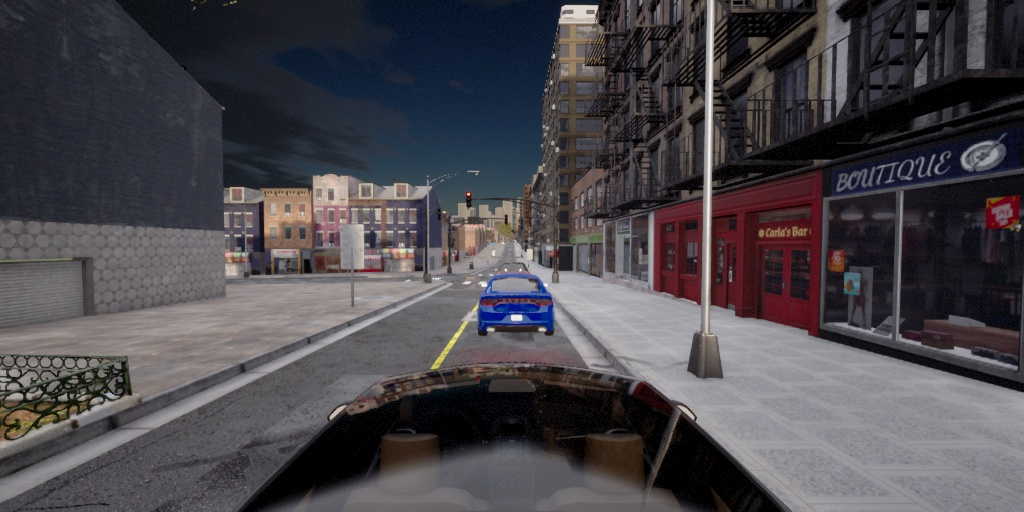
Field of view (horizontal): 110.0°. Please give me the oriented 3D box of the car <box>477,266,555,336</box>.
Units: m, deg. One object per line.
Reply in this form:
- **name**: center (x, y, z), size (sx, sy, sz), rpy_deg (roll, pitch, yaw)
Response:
- **car**: center (0.089, 1.229, 10.472), size (1.882, 1.535, 5.008), rpy_deg (0, 0, 0)

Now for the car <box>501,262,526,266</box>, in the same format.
- **car**: center (0.056, 1.109, 20.465), size (2.097, 1.767, 4.553), rpy_deg (0, 0, 0)
